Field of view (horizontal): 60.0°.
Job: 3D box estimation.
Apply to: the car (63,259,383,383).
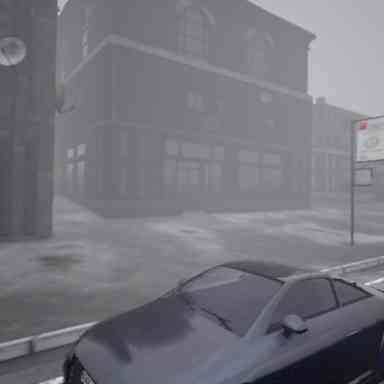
[{"bbox_3d":[0.739,1.571,3.903,4.181,1.385,1.994,0,0,-35],"label":"car"}]
